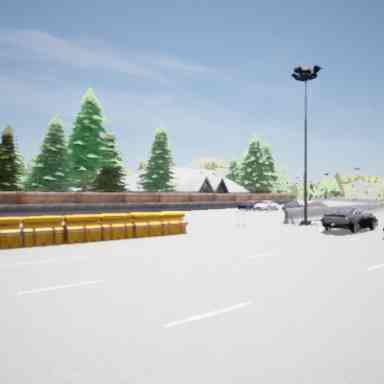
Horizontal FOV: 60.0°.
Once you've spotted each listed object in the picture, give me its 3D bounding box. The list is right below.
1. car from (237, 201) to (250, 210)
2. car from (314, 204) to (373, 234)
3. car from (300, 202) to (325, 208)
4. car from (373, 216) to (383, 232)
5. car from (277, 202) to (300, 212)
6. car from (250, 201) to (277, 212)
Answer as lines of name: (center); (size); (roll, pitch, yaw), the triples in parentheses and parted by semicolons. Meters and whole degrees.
car: (8.679, 2.057, 49.979); (1.895, 1.301, 4.718); (0, -1, 41)
car: (9.978, 1.719, 20.931); (4.902, 1.511, 2.128); (1, 0, -42)
car: (15.958, 1.961, 42.392); (1.812, 1.442, 4.674); (0, -1, 41)
car: (12.014, 1.706, 18.054); (4.902, 1.511, 2.128); (1, 0, -42)
car: (13.825, 2.011, 45.283); (1.994, 1.385, 4.181); (0, -1, 41)
car: (10.478, 1.966, 46.753); (1.812, 1.442, 4.674); (0, -1, 41)
